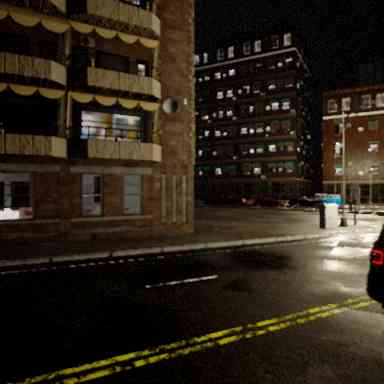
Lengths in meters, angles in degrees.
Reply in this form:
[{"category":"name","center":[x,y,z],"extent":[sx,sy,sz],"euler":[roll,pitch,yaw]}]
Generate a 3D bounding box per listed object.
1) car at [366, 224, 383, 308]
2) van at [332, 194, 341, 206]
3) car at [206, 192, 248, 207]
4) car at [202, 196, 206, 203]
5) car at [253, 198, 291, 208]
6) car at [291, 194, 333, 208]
[{"category":"car","center":[5.680,1.267,6.227],"extent":[5.566,2.045,2.150],"euler":[0,0,-30]},{"category":"van","center":[18.924,1.193,46.788],"extent":[3.998,1.788,1.690],"euler":[1,-1,29]},{"category":"car","center":[4.929,1.030,44.913],"extent":[5.009,1.841,2.192],"euler":[1,-1,29]},{"category":"car","center":[4.114,0.938,54.919],"extent":[5.009,1.841,2.192],"euler":[1,-1,29]},{"category":"car","center":[9.860,1.373,42.199],"extent":[4.206,1.307,1.802],"euler":[1,-1,29]},{"category":"car","center":[14.912,1.336,42.364],"extent":[4.902,1.511,2.128],"euler":[1,1,29]}]
